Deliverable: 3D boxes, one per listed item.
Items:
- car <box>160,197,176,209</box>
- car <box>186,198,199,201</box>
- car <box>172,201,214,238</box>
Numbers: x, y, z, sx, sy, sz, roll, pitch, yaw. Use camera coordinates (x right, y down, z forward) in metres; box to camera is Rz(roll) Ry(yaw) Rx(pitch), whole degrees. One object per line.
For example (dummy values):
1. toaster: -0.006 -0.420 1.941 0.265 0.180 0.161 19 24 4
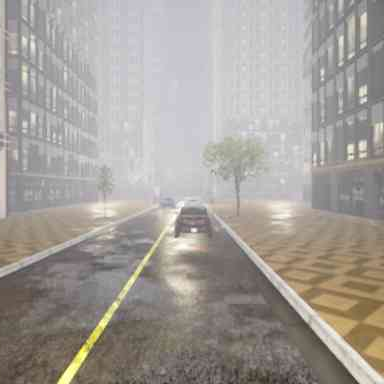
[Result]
1. car: -3.019 1.388 42.430 1.882 1.535 5.008 0 0 0
2. car: 0.086 1.412 37.062 1.812 1.442 4.674 0 0 0
3. car: 0.093 1.448 17.418 1.837 1.490 4.892 0 1 0
